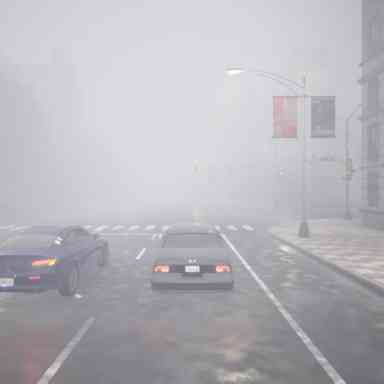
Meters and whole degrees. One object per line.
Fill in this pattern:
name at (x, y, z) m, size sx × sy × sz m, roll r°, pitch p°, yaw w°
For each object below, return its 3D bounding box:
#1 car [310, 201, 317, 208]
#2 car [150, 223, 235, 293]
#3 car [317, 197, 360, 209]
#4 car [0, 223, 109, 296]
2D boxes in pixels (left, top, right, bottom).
car at (19.011, 1.503, 46.242) m, size 4.892 × 1.490 × 1.837 m, roll 0°, pitch 0°, yaw 0°
car at (0.002, 1.547, 8.986) m, size 2.033 × 1.411 × 5.357 m, roll 0°, pitch 0°, yaw 0°
car at (19.033, 1.524, 42.749) m, size 4.674 × 1.442 × 1.812 m, roll 0°, pitch 0°, yaw 0°
car at (-3.496, 1.525, 8.536) m, size 1.812 × 1.442 × 4.674 m, roll 0°, pitch 0°, yaw 0°
